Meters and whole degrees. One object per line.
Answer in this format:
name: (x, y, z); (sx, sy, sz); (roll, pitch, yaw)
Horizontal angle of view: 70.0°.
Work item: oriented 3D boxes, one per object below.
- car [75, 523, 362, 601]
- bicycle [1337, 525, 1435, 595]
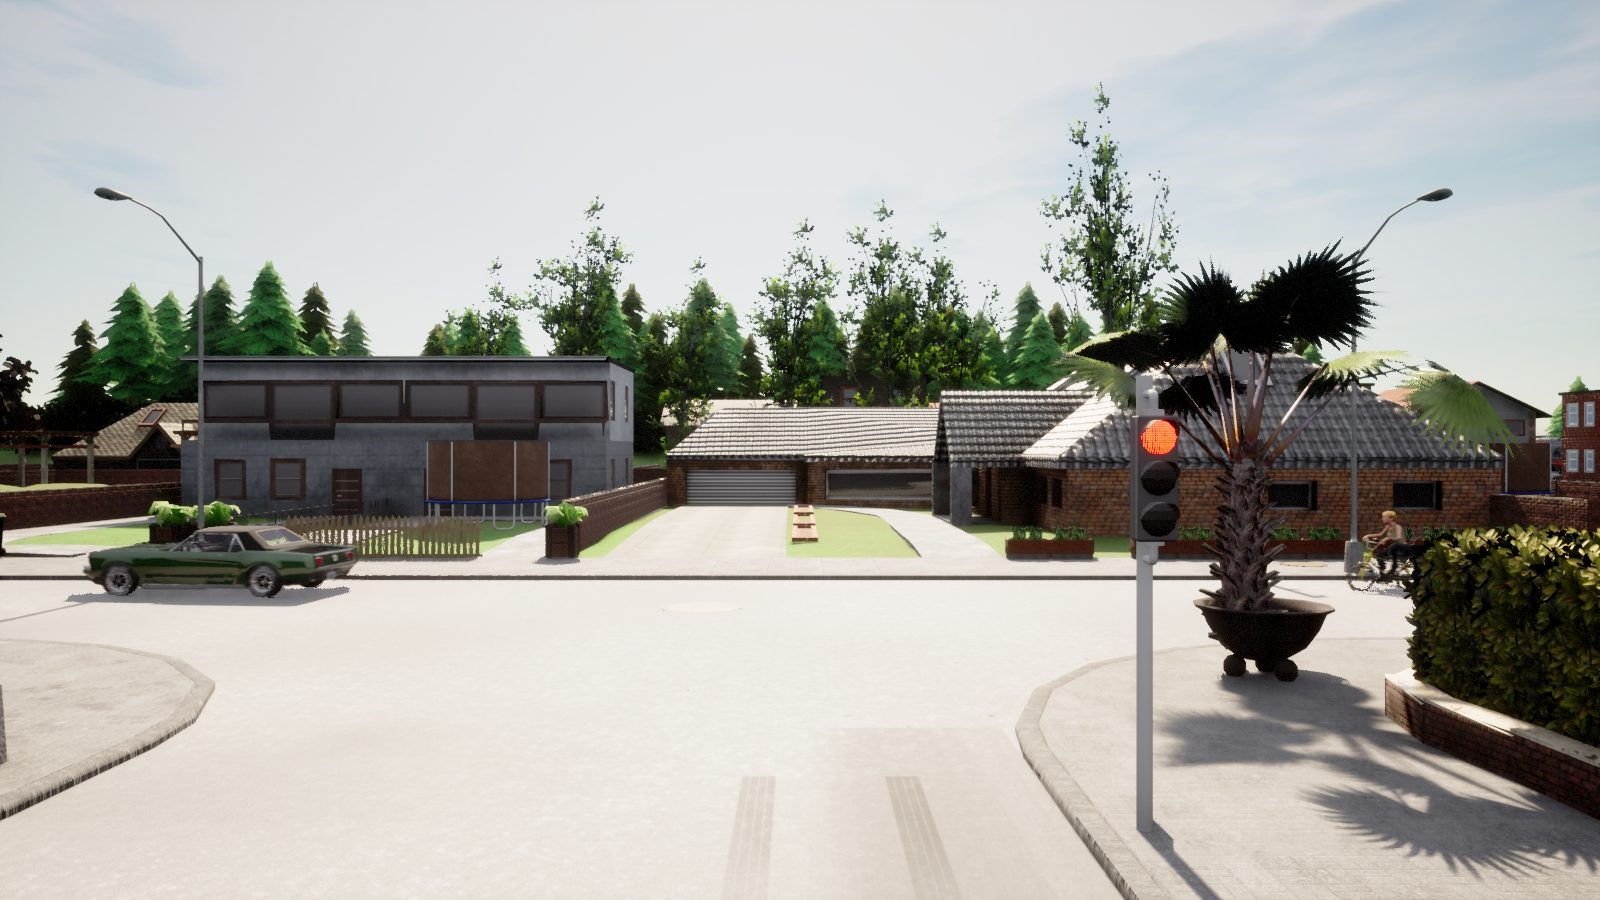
car: (-11.296, 2.146, 22.372); (4.718, 1.301, 1.895); (0, 0, 5)
bicycle: (11.498, 2.149, 22.442); (1.487, 1.276, 0.859); (0, 0, 0)
